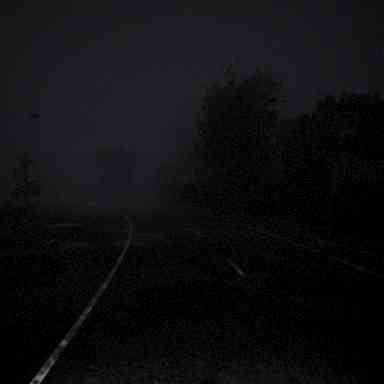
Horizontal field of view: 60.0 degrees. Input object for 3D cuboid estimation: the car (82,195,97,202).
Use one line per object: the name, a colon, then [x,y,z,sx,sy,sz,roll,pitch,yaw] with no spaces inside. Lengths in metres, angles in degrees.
car: [-23.416,1.473,75.873,1.837,1.490,4.892,-3,2,-39]

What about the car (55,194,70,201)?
car: [-34.045,1.412,87.628,4.674,1.442,1.812,1,4,44]

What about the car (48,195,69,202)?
car: [-32.362,1.600,80.903,1.882,1.535,5.008,-4,3,-44]
